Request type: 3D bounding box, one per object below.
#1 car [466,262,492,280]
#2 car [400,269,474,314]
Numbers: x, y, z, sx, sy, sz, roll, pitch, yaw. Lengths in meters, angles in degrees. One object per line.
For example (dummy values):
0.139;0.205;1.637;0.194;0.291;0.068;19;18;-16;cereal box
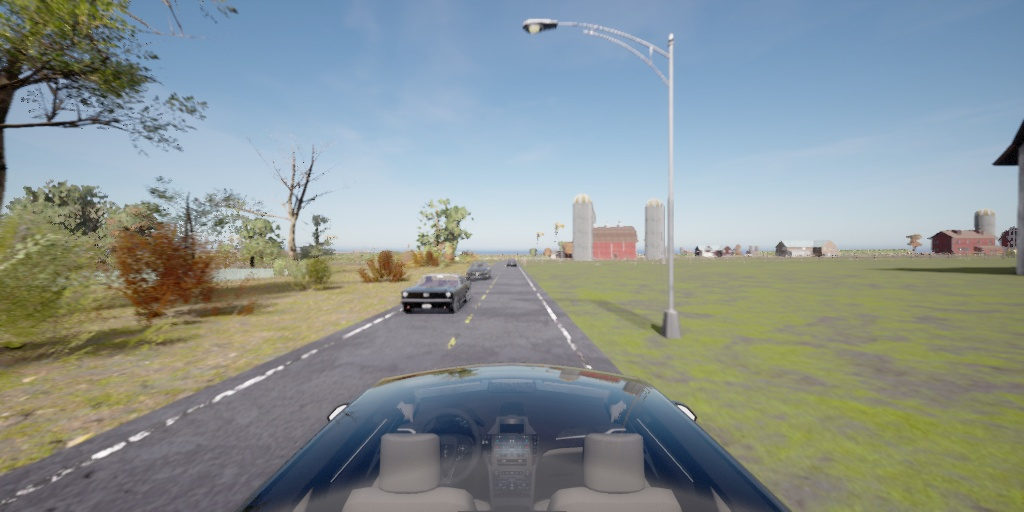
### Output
-2.762;1.265;30.904;1.837;1.490;4.892;0;0;0;car
-2.798;1.350;14.002;1.895;1.301;4.718;0;0;1;car
